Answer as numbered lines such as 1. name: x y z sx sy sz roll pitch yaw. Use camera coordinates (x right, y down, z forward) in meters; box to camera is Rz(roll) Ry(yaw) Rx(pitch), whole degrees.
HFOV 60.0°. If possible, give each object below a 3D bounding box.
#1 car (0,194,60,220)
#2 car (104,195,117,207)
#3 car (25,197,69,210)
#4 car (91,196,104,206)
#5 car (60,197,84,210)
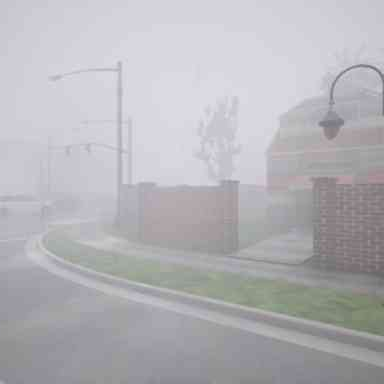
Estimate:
1. car: -14.301 1.154 27.522 2.150 2.045 5.566 0 0 37
2. car: -9.369 1.271 46.005 1.812 1.442 4.674 0 1 37
3. car: -17.679 1.381 40.809 1.812 1.442 4.674 0 1 37
4. car: -12.279 1.253 47.955 1.837 1.490 4.892 0 1 37
5. car: -14.949 1.359 38.621 1.837 1.490 4.892 0 1 36
